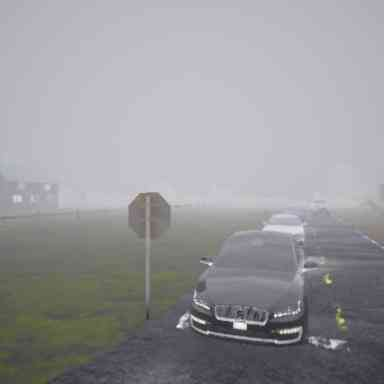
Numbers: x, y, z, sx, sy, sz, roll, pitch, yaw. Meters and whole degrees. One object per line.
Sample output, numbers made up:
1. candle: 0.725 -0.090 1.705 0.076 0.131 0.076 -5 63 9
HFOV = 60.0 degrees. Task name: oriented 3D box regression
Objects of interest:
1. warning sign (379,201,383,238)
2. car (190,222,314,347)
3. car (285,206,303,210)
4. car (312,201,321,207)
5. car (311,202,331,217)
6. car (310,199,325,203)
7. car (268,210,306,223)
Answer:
1. warning sign: 10.425 1.409 17.001 1.300 1.860 1.060 0 -1 19
2. car: 1.429 1.626 6.881 1.837 1.490 4.892 0 -1 19
3. car: 9.109 1.991 29.687 1.882 1.535 5.008 0 -1 19
4. car: 31.375 3.047 83.996 1.801 1.575 5.366 0 -1 19
5. car: 15.876 2.229 40.582 1.812 1.442 4.674 0 -1 19
6. car: 19.155 2.103 50.363 2.150 2.045 5.566 0 -1 19
7. car: 4.428 1.800 15.811 1.812 1.442 4.674 0 -1 19
